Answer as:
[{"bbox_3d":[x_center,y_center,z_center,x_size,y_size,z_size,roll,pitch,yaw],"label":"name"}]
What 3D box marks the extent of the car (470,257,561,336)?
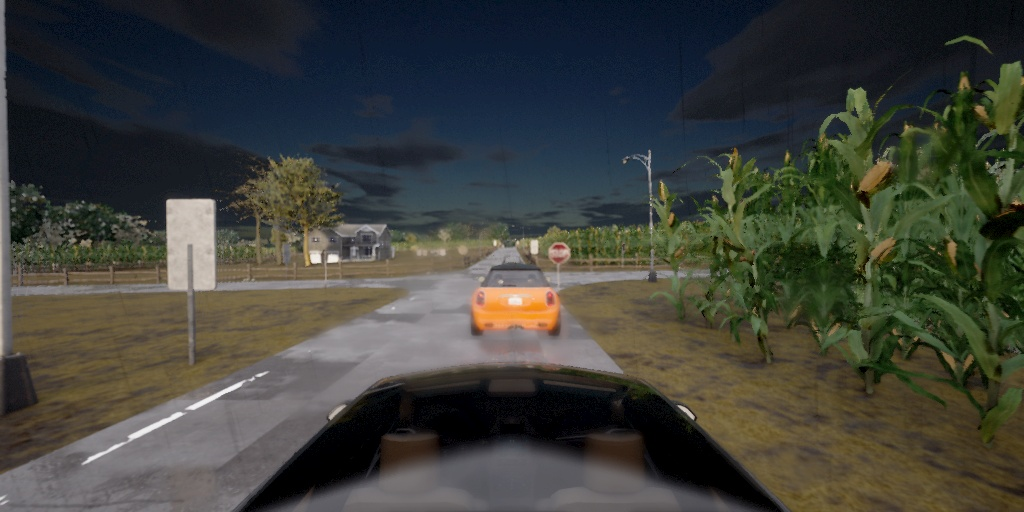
[{"bbox_3d":[0.084,0.986,10.095,2.097,1.767,4.553,0,1,0],"label":"car"}]
